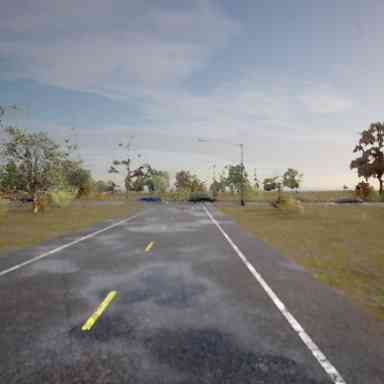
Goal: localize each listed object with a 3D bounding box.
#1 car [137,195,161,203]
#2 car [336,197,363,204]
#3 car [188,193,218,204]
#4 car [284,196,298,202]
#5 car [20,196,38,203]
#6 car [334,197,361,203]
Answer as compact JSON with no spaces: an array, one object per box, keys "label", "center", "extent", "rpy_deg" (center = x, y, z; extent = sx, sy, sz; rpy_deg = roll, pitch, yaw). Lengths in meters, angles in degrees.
[{"label":"car","center":[-8.916,1.436,69.256],"extent":[5.008,1.535,1.882],"rpy_deg":[0,0,-2]},{"label":"car","center":[30.007,1.632,63.317],"extent":[4.674,1.442,1.812],"rpy_deg":[0,0,-2]},{"label":"car","center":[2.034,1.220,62.509],"extent":[5.566,2.045,2.150],"rpy_deg":[0,0,-1]},{"label":"car","center":[21.341,1.592,70.076],"extent":[4.902,1.511,2.128],"rpy_deg":[0,0,-2]},{"label":"car","center":[-29.159,1.470,61.652],"extent":[4.718,1.301,1.895],"rpy_deg":[0,0,-2]},{"label":"car","center":[32.887,1.699,70.417],"extent":[4.718,1.301,1.895],"rpy_deg":[0,0,-2]}]
